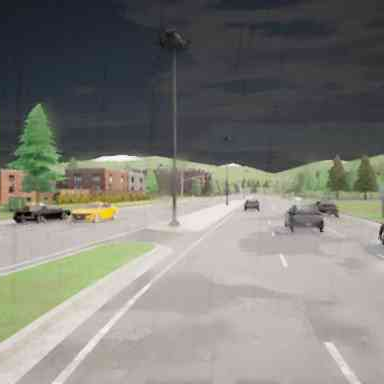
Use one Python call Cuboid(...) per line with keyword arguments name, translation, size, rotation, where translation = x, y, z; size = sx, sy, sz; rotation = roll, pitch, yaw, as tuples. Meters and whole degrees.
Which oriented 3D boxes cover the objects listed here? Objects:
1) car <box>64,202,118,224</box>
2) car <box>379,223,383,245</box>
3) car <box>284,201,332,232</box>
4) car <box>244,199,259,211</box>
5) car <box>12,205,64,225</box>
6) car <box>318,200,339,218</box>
Cuboid(name="car", translation=(-7.524, 1.541, 26.092), size=(1.882, 1.535, 5.008), rotation=(0, 0, 12))
Cuboid(name="car", translation=(8.859, 1.387, 12.475), size=(2.097, 1.767, 4.553), rotation=(0, 0, 10))
Cuboid(name="car", translation=(6.797, 1.546, 20.411), size=(2.128, 1.511, 4.902), rotation=(0, 0, 11))
Cuboid(name="car", translation=(7.669, 1.603, 42.627), size=(2.128, 1.511, 4.902), rotation=(0, 0, 11))
Cuboid(name="car", translation=(-11.273, 1.661, 25.272), size=(1.895, 1.301, 4.718), rotation=(0, 0, 12))
Cuboid(name="car", translation=(12.646, 1.588, 31.870), size=(1.837, 1.490, 4.892), rotation=(0, -1, 11))
